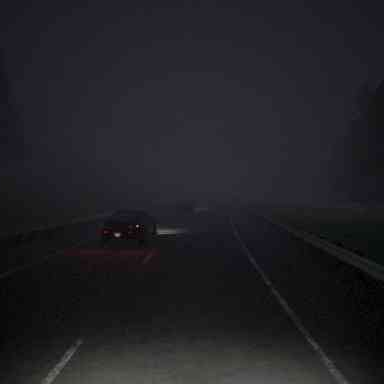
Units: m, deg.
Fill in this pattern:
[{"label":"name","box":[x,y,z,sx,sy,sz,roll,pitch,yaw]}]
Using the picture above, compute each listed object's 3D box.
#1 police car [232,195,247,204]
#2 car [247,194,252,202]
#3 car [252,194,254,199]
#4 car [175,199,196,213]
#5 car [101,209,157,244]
[{"label":"police car","box":[9.235,1.477,66.250,1.930,1.638,5.238,0,0,14]},{"label":"car","box":[11.708,1.412,75.567,2.097,1.767,4.553,0,0,16]},{"label":"car","box":[13.378,1.571,81.224,1.837,1.490,4.892,0,0,17]},{"label":"car","box":[-0.678,1.515,37.867,2.128,1.511,4.902,0,0,8]},{"label":"car","box":[-2.858,1.532,15.686,1.812,1.442,4.674,0,0,3]}]
